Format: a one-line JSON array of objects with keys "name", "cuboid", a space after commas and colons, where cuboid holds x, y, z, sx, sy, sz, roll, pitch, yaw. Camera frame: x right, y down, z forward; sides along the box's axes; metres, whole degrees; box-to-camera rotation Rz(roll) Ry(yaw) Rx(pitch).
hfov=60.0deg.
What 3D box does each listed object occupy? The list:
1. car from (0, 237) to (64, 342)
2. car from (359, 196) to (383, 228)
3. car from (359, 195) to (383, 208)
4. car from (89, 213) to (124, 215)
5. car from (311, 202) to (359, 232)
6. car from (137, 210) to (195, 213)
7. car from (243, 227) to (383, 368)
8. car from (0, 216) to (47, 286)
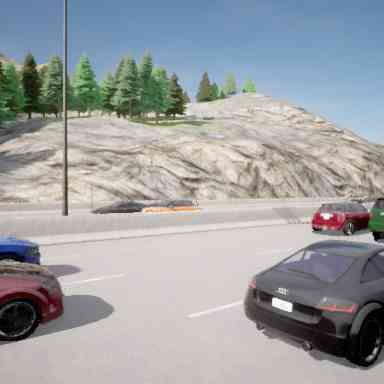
[{"name": "car", "cuboid": [-4.210, 1.564, 5.041, 4.181, 1.385, 1.994, 0, 0, -36]}, {"name": "car", "cuboid": [10.469, 1.216, 15.592, 5.566, 2.045, 2.150, 1, -1, -36]}, {"name": "car", "cuboid": [26.843, 1.351, 49.153, 4.553, 1.767, 2.097, 0, 0, -36]}, {"name": "car", "cuboid": [-5.510, 1.505, 25.904, 4.892, 1.490, 1.837, 0, 0, -36]}, {"name": "car", "cuboid": [8.774, 1.352, 18.685, 4.553, 1.767, 2.097, 0, 0, -36]}, {"name": "car", "cuboid": [-1.706, 1.352, 24.327, 4.553, 1.767, 2.097, 0, 0, -36]}, {"name": "car", "cuboid": [2.888, 1.562, 5.831, 4.181, 1.385, 1.994, 0, 0, -36]}, {"name": "car", "cuboid": [-6.311, 1.478, 7.840, 5.008, 1.535, 1.882, 0, 0, -36]}]
